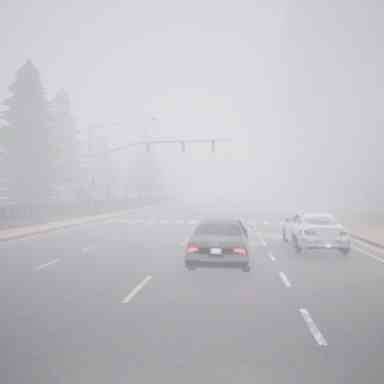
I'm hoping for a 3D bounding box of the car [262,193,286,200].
[{"bbox_3d":[22.072,1.400,89.802,5.357,1.411,2.033,0,0,-35],"label":"car"}]

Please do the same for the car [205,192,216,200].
[{"bbox_3d":[5.148,1.097,85.143,2.150,2.045,5.566,0,0,23],"label":"car"}]

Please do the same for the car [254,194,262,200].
[{"bbox_3d":[19.179,1.383,91.975,4.902,1.511,2.128,0,0,-39],"label":"car"}]

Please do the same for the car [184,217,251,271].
[{"bbox_3d":[0.937,1.531,10.876,2.033,1.411,5.357,0,0,8],"label":"car"}]

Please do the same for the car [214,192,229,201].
[{"bbox_3d":[7.661,1.375,82.273,1.837,1.490,4.892,0,0,23],"label":"car"}]

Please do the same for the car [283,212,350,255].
[{"bbox_3d":[4.776,1.504,13.194,1.812,1.442,4.674,0,0,8],"label":"car"}]
